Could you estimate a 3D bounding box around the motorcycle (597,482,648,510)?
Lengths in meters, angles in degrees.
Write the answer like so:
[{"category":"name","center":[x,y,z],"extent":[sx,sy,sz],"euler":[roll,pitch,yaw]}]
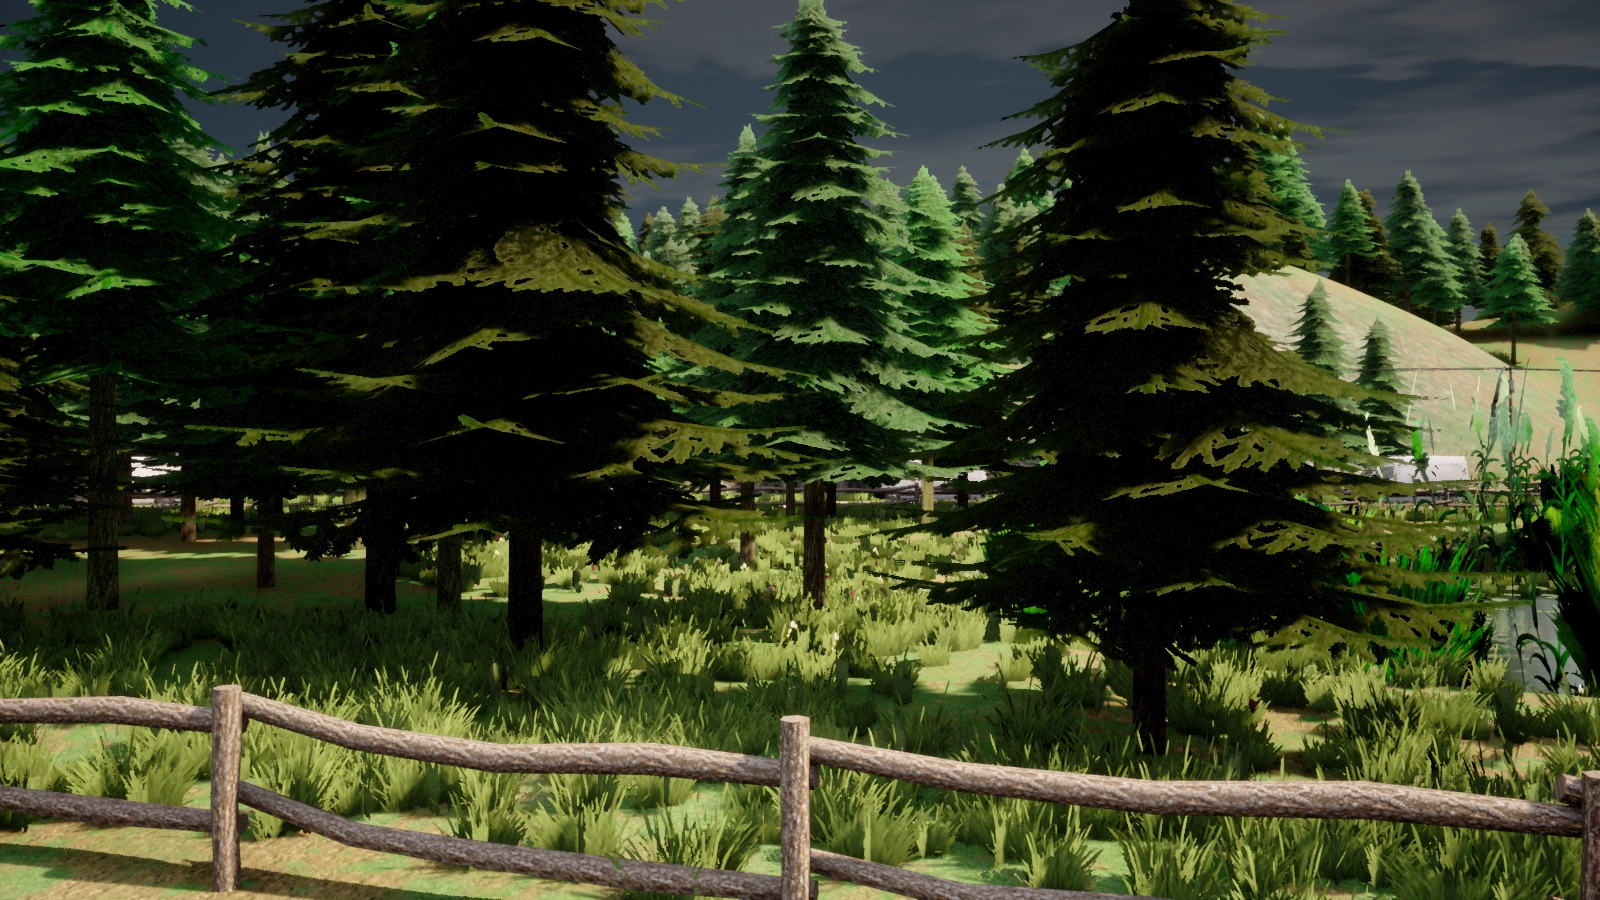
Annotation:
[{"category":"motorcycle","center":[-8.404,2.178,54.100],"extent":[2.209,1.251,0.867],"euler":[0,0,14]}]
